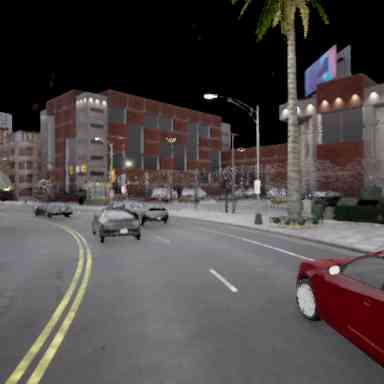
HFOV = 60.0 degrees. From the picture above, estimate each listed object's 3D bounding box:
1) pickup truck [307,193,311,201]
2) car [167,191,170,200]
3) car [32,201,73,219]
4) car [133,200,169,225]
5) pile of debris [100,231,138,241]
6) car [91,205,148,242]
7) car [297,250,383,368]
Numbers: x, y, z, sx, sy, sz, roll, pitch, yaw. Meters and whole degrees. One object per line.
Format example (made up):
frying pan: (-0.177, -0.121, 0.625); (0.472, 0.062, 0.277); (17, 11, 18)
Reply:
pickup truck: (13.541, 0.915, 34.097); (2.390, 2.098, 6.274); (0, 0, 44)
car: (-5.857, 1.110, 53.771); (4.553, 1.767, 2.185); (0, 0, 44)
car: (-12.285, 1.513, 29.108); (2.033, 1.411, 5.357); (0, 0, -43)
car: (-3.248, 1.434, 22.722); (2.128, 1.511, 4.902); (0, 0, -30)
pile of debris: (-3.622, 2.140, 16.325); (1.500, 0.140, 1.860); (0, 0, -24)
car: (-3.749, 1.492, 16.188); (1.812, 1.442, 4.674); (0, 0, -22)
car: (3.039, 1.449, 4.218); (1.882, 1.535, 5.008); (0, 0, -6)
